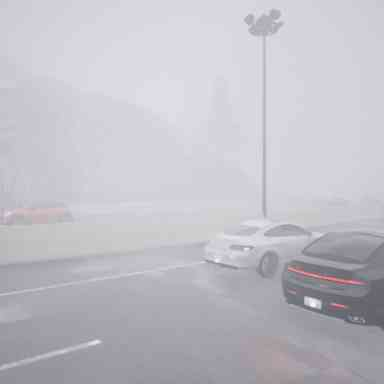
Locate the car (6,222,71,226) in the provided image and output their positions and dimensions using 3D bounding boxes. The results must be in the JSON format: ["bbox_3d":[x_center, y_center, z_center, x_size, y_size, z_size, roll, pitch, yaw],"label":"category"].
[{"bbox_3d":[-10.464,1.401,22.504,4.553,1.767,2.097,0,0,-37],"label":"car"}]

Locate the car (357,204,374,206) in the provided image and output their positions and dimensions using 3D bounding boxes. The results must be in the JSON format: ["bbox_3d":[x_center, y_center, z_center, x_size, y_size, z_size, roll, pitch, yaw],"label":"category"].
[{"bbox_3d":[24.268,1.399,45.512,2.097,1.767,4.553,0,0,41],"label":"car"}]

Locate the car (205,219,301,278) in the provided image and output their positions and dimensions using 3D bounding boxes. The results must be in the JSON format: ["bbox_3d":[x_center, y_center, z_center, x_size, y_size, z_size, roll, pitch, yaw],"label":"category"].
[{"bbox_3d":[2.490,1.540,10.132,4.674,1.442,1.812,0,0,-38],"label":"car"}]

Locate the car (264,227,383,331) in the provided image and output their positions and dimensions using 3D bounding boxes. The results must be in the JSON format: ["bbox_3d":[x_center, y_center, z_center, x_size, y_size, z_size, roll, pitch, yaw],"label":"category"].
[{"bbox_3d":[3.846,1.512,6.767,4.892,1.490,1.837,0,0,-37],"label":"car"}]
